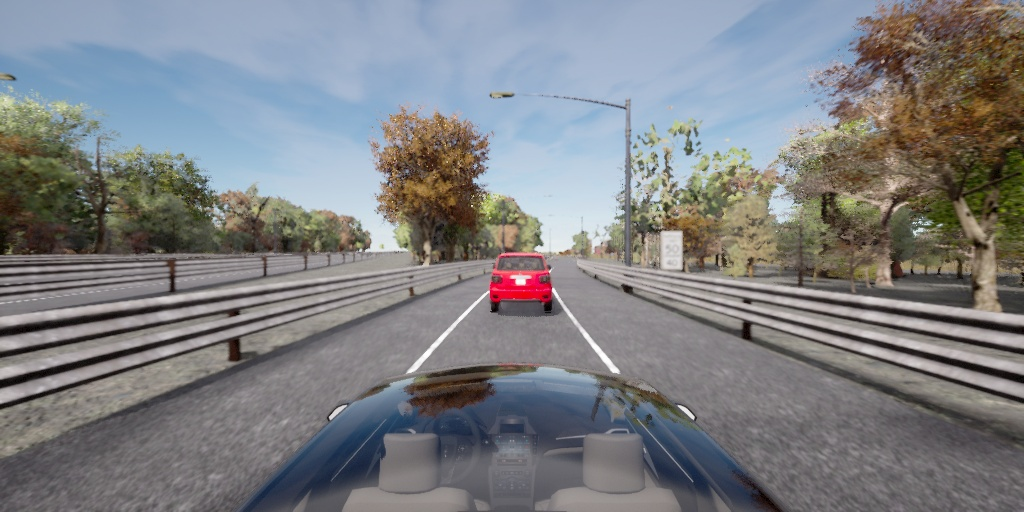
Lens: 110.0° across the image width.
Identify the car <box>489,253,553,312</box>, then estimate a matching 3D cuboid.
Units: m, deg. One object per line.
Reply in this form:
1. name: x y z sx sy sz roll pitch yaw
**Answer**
1. car: 0.381 0.909 14.016 2.150 2.045 5.566 0 0 2
